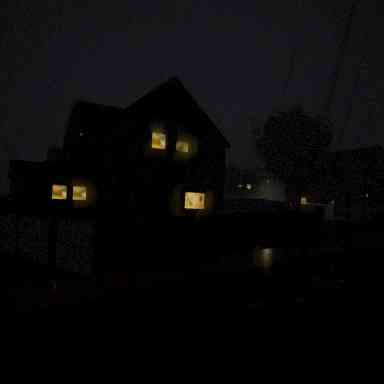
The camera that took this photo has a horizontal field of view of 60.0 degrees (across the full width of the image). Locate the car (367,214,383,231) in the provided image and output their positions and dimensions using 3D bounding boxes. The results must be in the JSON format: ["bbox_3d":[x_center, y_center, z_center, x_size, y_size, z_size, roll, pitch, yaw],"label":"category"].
[{"bbox_3d":[11.201,1.468,15.970,2.033,1.411,5.357,2,-1,-20],"label":"car"}]
